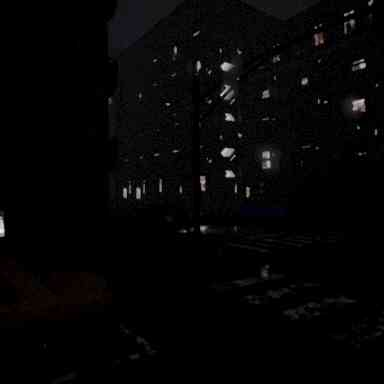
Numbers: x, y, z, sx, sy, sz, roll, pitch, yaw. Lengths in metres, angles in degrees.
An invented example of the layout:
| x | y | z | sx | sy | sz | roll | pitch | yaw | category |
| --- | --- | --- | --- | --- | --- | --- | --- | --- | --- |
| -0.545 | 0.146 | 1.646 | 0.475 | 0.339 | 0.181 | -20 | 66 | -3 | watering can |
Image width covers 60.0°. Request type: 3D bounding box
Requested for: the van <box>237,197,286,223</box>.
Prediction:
| x | y | z | sx | sy | sz | roll | pitch | yaw | category |
| --- | --- | --- | --- | --- | --- | --- | --- | --- | --- |
| 5.138 | 1.292 | 25.041 | 1.690 | 1.788 | 3.998 | 0 | 0 | -36 | van |

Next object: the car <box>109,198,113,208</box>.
| x | y | z | sx | sy | sz | roll | pitch | yaw | category |
| --- | --- | --- | --- | --- | --- | --- | --- | --- | --- |
| -11.456 | 1.474 | 47.974 | 1.887 | 1.381 | 4.507 | 0 | 0 | -36 | car |

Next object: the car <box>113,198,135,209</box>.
| x | y | z | sx | sy | sz | roll | pitch | yaw | category |
| --- | --- | --- | --- | --- | --- | --- | --- | --- | --- |
| -8.138 | 1.474 | 43.388 | 1.887 | 1.381 | 4.507 | 0 | 0 | -36 | car |

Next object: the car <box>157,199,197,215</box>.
| x | y | z | sx | sy | sz | roll | pitch | yaw | category |
| --- | --- | --- | --- | --- | --- | --- | --- | --- | --- |
| -1.600 | 1.461 | 34.352 | 1.752 | 1.417 | 4.829 | 0 | 0 | -36 | car |

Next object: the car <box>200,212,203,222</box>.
| x | y | z | sx | sy | sz | roll | pitch | yaw | category |
| --- | --- | --- | --- | --- | --- | --- | --- | --- | --- |
| -1.191 | 1.476 | 23.908 | 2.128 | 1.511 | 4.902 | 0 | 0 | -36 | car |

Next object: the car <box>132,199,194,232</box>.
| x | y | z | sx | sy | sz | roll | pitch | yaw | category |
| --- | --- | --- | --- | --- | --- | --- | --- | --- | --- |
| -1.662 | 1.447 | 20.144 | 1.967 | 1.590 | 4.097 | 0 | 0 | -36 | car |

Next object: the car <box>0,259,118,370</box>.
| x | y | z | sx | sy | sz | roll | pitch | yaw | category |
| --- | --- | --- | --- | --- | --- | --- | --- | --- | --- |
| -3.394 | 1.525 | 4.147 | 4.829 | 1.417 | 1.752 | 0 | 0 | -35 | car |
